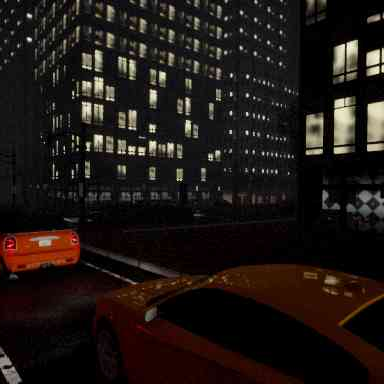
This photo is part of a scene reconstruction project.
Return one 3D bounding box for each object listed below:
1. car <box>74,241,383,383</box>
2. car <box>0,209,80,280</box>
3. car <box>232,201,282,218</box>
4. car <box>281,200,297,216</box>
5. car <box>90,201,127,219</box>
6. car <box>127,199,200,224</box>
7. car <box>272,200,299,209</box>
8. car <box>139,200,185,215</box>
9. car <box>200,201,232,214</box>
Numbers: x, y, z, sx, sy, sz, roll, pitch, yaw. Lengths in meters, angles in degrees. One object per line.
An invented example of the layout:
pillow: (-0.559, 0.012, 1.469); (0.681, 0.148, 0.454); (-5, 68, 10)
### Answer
car: (0.749, 1.476, 3.245); (1.882, 1.535, 5.008); (0, 0, -40)
car: (-5.193, 1.347, 10.285); (2.097, 1.767, 4.553); (0, 0, -40)
car: (6.660, 1.832, 33.906); (4.829, 1.417, 1.752); (1, 0, -39)
car: (10.899, 1.935, 37.363); (4.206, 1.307, 1.802); (1, 0, -39)
car: (-6.853, 1.610, 30.396); (4.892, 1.490, 1.837); (1, 1, -38)
car: (-2.211, 1.523, 26.669); (5.009, 1.841, 2.192); (1, 0, -39)
car: (14.336, 1.881, 50.979); (4.313, 1.339, 1.947); (1, 0, -39)
car: (-3.272, 1.647, 36.619); (4.829, 1.417, 1.752); (1, 0, -39)
car: (2.701, 1.759, 38.138); (5.357, 1.411, 2.033); (1, 0, -39)
